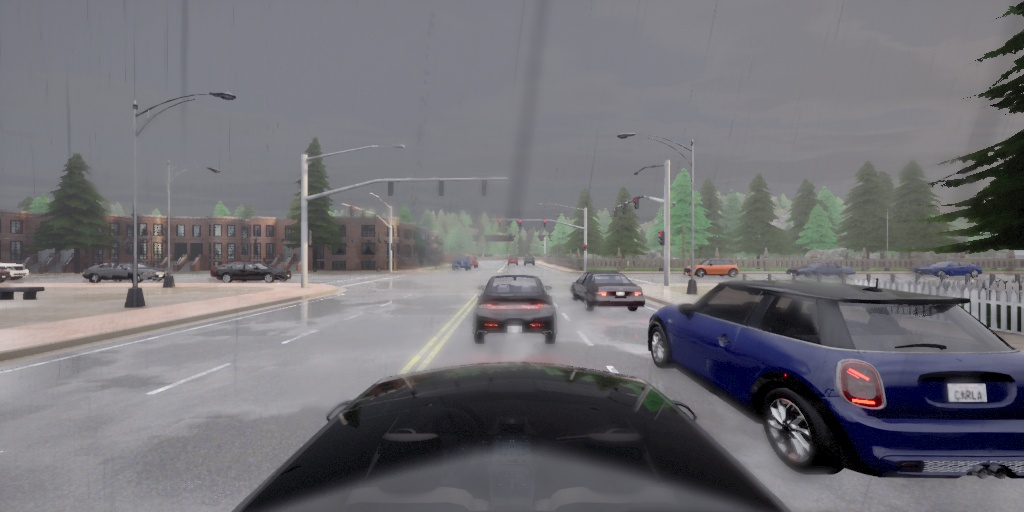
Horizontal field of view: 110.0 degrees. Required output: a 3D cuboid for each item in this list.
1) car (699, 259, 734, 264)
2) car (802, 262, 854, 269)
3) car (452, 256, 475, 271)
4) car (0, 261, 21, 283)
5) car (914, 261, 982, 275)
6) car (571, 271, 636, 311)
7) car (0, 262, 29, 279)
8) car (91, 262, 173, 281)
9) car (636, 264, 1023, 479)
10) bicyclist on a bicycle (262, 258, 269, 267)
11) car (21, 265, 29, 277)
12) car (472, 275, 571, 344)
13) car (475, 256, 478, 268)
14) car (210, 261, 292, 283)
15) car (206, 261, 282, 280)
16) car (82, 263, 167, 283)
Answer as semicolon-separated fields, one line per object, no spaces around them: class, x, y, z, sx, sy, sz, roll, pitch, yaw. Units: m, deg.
car;18.775;1.102;33.963;4.553;1.767;2.097;0;0;0
car;29.167;1.297;33.925;5.357;1.411;2.033;0;0;1
car;-6.972;0.972;50.227;2.150;2.045;5.566;0;0;1
car;-39.168;1.228;25.243;5.008;1.535;1.882;0;0;-18
car;41.068;1.228;33.875;5.008;1.535;1.882;0;0;1
car;3.610;1.297;14.380;2.033;1.411;5.357;0;0;1
car;-45.406;1.276;30.662;4.674;1.442;1.812;0;0;-21
car;-31.908;1.276;30.240;4.674;1.442;1.812;0;0;-7
car;3.608;1.102;4.963;2.097;1.767;4.553;0;0;0
bicyclist on a bicycle;-28.735;1.053;41.685;0.582;1.620;1.656;0;0;-1
car;-42.171;0.971;27.913;5.566;2.045;2.150;0;0;-21
car;0.079;1.242;9.555;2.128;1.511;4.902;0;0;1
car;-6.945;0.971;60.501;2.150;2.045;5.566;0;0;0
car;-19.502;1.228;27.231;5.008;1.535;1.882;0;0;-1
car;-22.811;1.228;30.669;5.008;1.535;1.882;0;0;-1
car;-28.998;1.242;26.961;4.902;1.511;2.128;0;0;-4
